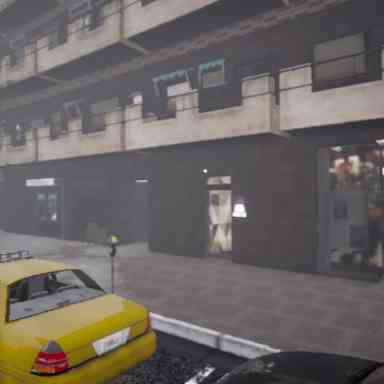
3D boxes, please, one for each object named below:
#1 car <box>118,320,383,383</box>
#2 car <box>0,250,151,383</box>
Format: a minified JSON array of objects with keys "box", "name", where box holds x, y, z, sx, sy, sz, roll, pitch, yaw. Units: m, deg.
[{"box":[1.949,1.550,1.497,4.403,1.369,2.008,0,-1,36],"name":"car"},{"box":[-2.721,1.533,4.830,4.829,1.417,1.752,0,-1,36],"name":"car"}]
